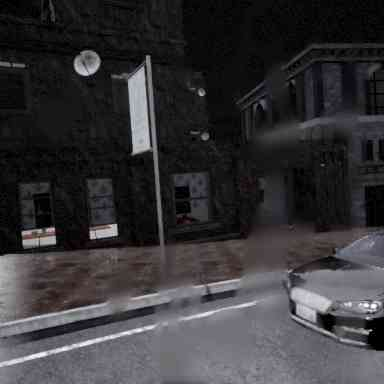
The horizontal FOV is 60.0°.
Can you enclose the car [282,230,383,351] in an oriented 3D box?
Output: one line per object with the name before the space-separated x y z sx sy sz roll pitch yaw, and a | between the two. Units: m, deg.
car | 3.824 1.448 5.845 4.902 1.511 2.128 0 1 -26
